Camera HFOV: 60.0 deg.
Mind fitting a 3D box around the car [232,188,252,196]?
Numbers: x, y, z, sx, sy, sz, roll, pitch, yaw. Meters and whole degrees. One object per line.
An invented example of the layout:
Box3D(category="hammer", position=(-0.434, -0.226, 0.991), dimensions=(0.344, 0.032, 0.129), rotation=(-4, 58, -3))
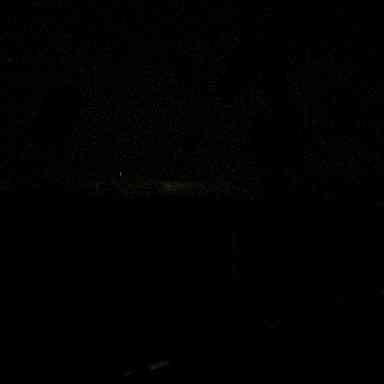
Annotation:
Box3D(category="car", position=(10.684, 0.012, 70.934), dimensions=(2.097, 1.767, 4.553), rotation=(0, 1, -35))
